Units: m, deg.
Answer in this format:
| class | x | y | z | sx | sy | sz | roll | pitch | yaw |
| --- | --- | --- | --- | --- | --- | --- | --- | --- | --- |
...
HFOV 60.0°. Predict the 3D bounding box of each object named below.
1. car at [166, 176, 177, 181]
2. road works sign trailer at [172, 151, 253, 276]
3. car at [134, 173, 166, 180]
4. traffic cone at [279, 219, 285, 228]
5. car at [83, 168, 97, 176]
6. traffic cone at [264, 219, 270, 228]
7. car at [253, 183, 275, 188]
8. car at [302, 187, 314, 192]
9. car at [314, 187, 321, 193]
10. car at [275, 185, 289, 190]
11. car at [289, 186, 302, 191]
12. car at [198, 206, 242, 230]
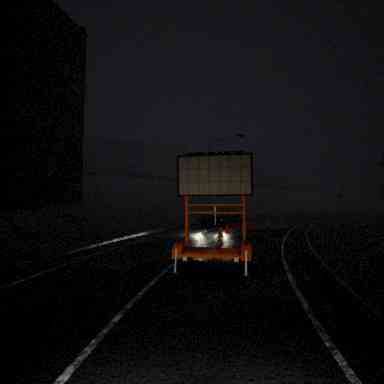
| class | x | y | z | sx | sy | sz | roll | pitch | yaw |
| --- | --- | --- | --- | --- | --- | --- | --- | --- | --- |
| car | -2.932 | -2.136 | 59.416 | 4.892 | 1.521 | 2.231 | 3 | -5 | -33 |
| road works sign trailer | 0.756 | 0.525 | 10.653 | 2.380 | 3.560 | 2.880 | -1 | -1 | 12 |
| car | -7.545 | -2.347 | 56.391 | 4.892 | 1.521 | 2.231 | 2 | -5 | -33 |
| traffic cone | 6.082 | 2.130 | 22.519 | 0.340 | 0.580 | 0.340 | -2 | -1 | 17 |
| car | -16.697 | -2.866 | 50.417 | 4.553 | 1.767 | 2.185 | 2 | -5 | -33 |
| traffic cone | 5.126 | 2.159 | 22.802 | 0.340 | 0.580 | 0.340 | -2 | -1 | 17 |
| car | 15.078 | -1.091 | 72.596 | 4.792 | 1.488 | 2.163 | 3 | -6 | -38 |
| car | 27.671 | -0.391 | 83.351 | 4.553 | 1.767 | 2.185 | 4 | -6 | -42 |
| car | 31.785 | -0.178 | 87.162 | 5.566 | 2.045 | 2.435 | 5 | -6 | -43 |
| car | 19.350 | -0.811 | 76.081 | 4.674 | 1.452 | 2.002 | 4 | -6 | -39 |
| car | 23.471 | -0.576 | 79.596 | 4.892 | 1.521 | 2.231 | 4 | -6 | -40 |
| car | 2.089 | 1.770 | 23.619 | 1.882 | 1.535 | 5.008 | -2 | -2 | 25 |
